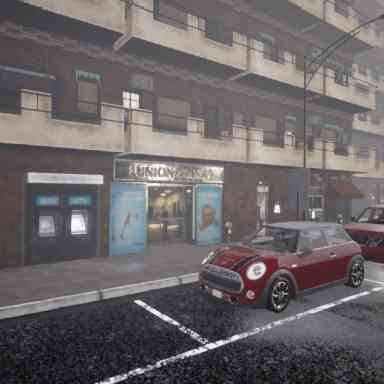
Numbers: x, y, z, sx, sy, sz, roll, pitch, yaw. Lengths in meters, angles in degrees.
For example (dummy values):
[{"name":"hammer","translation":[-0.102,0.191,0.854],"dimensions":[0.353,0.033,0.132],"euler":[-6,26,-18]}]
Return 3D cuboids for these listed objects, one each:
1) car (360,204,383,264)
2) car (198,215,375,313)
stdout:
[{"name":"car","translation":[6.607,1.320,10.827],"dimensions":[5.009,1.841,2.192],"euler":[0,0,-36]},{"name":"car","translation":[2.105,1.442,7.605],"dimensions":[4.097,1.590,1.967],"euler":[0,0,-36]}]
